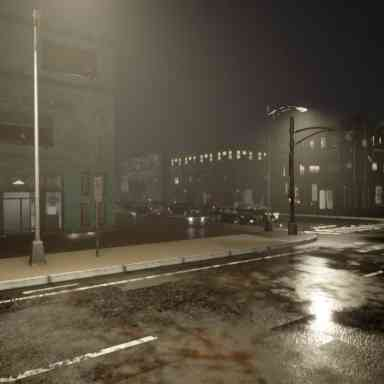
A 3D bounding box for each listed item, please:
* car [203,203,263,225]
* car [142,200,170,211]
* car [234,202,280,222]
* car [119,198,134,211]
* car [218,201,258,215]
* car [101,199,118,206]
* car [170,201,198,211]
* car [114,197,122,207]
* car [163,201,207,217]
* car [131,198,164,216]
[{"bbox_3d":[3.139,1.814,26.330,1.947,1.339,4.313,-2,0,-35],"label":"car"},{"bbox_3d":[-5.349,1.953,48.457,1.837,1.490,4.892,-1,0,-35],"label":"car"},{"bbox_3d":[5.199,1.715,28.111,2.128,1.511,4.902,-1,0,-37],"label":"car"},{"bbox_3d":[-8.201,2.011,46.986,1.812,1.442,4.674,-1,0,-36],"label":"car"},{"bbox_3d":[5.224,1.809,38.058,2.008,1.369,4.403,-2,0,-35],"label":"car"},{"bbox_3d":[-17.251,2.227,69.619,1.887,1.381,4.507,-1,0,-35],"label":"car"},{"bbox_3d":[-1.196,1.965,47.075,1.802,1.307,4.206,-2,0,-35],"label":"car"},{"bbox_3d":[-14.046,1.939,65.110,2.192,1.841,5.009,-1,0,-35],"label":"car"},{"bbox_3d":[-0.819,1.847,36.579,1.837,1.490,4.892,-1,0,-36],"label":"car"},{"bbox_3d":[-4.814,1.845,37.704,1.967,1.590,4.097,-1,0,-35],"label":"car"}]
